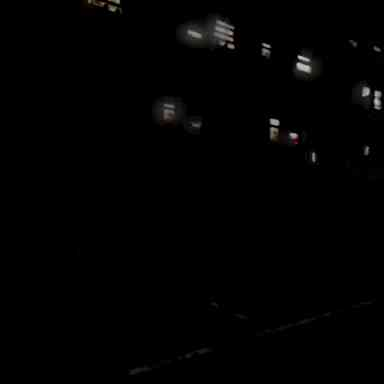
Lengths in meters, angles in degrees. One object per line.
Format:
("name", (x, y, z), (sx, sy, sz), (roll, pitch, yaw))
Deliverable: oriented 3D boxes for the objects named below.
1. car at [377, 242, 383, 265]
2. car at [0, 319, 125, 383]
("car", (8.148, 1.800, 11.342), (4.313, 1.339, 1.947), (1, -1, -32))
("car", (-2.630, 1.532, 1.374), (4.892, 1.490, 1.837), (1, -1, -32))
